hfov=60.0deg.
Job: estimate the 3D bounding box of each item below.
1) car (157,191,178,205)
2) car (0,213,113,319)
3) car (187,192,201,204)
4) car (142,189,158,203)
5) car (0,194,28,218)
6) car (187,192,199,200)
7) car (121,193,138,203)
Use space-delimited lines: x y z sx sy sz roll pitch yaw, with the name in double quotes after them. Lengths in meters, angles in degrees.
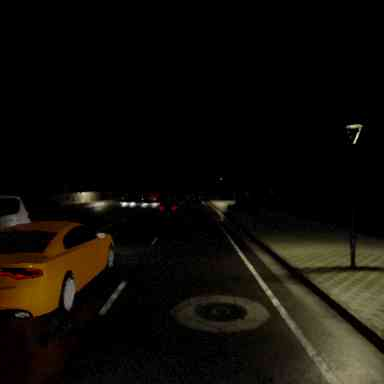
-3.017 0.800 44.234 2.097 1.767 4.553 0 1 0 "car"
-3.129 1.381 7.371 1.882 1.535 5.008 0 1 0 "car"
0.248 0.959 48.566 1.994 1.385 4.181 0 1 0 "car"
-6.409 0.577 51.896 2.150 2.045 5.566 0 1 1 "car"
-6.575 1.103 9.148 2.150 2.045 5.566 0 1 0 "car"
0.191 0.765 63.205 2.033 1.411 5.357 0 1 0 "car"
-9.658 0.922 51.718 1.994 1.385 4.181 0 1 1 "car"
